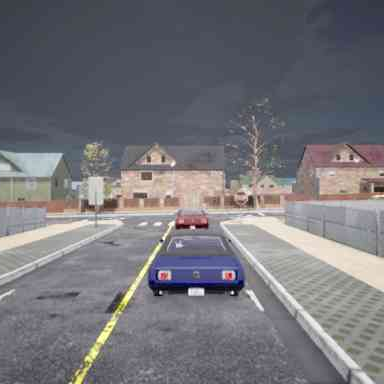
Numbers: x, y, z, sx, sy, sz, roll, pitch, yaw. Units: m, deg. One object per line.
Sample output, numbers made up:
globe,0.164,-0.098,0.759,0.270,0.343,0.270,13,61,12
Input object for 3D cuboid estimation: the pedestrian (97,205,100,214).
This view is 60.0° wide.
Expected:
pedestrian,-9.648,1.303,33.992,0.375,1.860,0.375,0,2,0

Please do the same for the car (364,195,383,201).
car,17.389,1.041,31.120,5.008,1.535,1.882,-1,1,0

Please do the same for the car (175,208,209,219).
car,-0.110,1.625,20.285,1.895,1.301,4.718,0,0,-3

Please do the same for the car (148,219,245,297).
car,0.091,1.608,8.533,1.895,1.301,4.718,0,0,0
